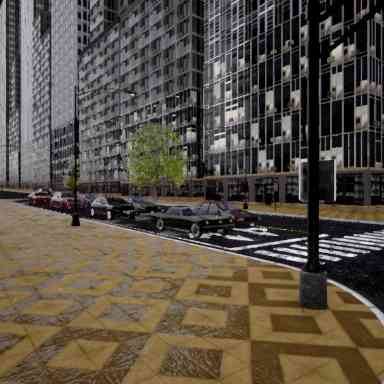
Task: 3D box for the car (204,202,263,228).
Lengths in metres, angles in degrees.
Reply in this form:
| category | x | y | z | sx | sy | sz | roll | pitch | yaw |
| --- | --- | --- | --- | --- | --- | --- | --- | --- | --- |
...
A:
| category | x | y | z | sx | sy | sz | roll | pitch | yaw |
| --- | --- | --- | --- | --- | --- | --- | --- | --- | --- |
| car | 1.636 | 1.289 | 19.691 | 2.033 | 1.411 | 5.357 | 0 | 1 | -36 |

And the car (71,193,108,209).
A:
| category | x | y | z | sx | sy | sz | roll | pitch | yaw |
| --- | --- | --- | --- | --- | --- | --- | --- | --- | --- |
| car | -11.140 | 0.910 | 35.924 | 2.033 | 1.411 | 5.357 | 0 | 1 | -38 |

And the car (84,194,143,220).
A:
| category | x | y | z | sx | sy | sz | roll | pitch | yaw |
| --- | --- | --- | --- | --- | --- | --- | --- | --- | --- |
| car | -5.678 | 1.110 | 23.683 | 1.837 | 1.490 | 4.892 | 0 | 1 | -38 |

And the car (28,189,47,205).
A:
| category | x | y | z | sx | sy | sz | roll | pitch | yaw |
| --- | --- | --- | --- | --- | --- | --- | --- | --- | --- |
| car | -18.103 | 0.712 | 39.606 | 1.882 | 1.535 | 5.008 | 0 | 1 | -37 |

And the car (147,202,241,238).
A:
| category | x | y | z | sx | sy | sz | roll | pitch | yaw |
| --- | --- | --- | --- | --- | --- | --- | --- | --- | --- |
| car | -0.088 | 1.371 | 16.572 | 1.895 | 1.301 | 4.718 | 0 | 1 | -38 |

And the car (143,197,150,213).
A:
| category | x | y | z | sx | sy | sz | roll | pitch | yaw |
| --- | --- | --- | --- | --- | --- | --- | --- | --- | --- |
| car | -4.636 | 1.104 | 27.625 | 2.033 | 1.411 | 5.357 | 0 | 1 | -37 |

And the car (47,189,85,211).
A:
| category | x | y | z | sx | sy | sz | roll | pitch | yaw |
| --- | --- | --- | --- | --- | --- | --- | --- | --- | --- |
| car | -11.794 | 0.775 | 31.484 | 2.097 | 1.767 | 4.553 | 0 | 1 | -38 |
